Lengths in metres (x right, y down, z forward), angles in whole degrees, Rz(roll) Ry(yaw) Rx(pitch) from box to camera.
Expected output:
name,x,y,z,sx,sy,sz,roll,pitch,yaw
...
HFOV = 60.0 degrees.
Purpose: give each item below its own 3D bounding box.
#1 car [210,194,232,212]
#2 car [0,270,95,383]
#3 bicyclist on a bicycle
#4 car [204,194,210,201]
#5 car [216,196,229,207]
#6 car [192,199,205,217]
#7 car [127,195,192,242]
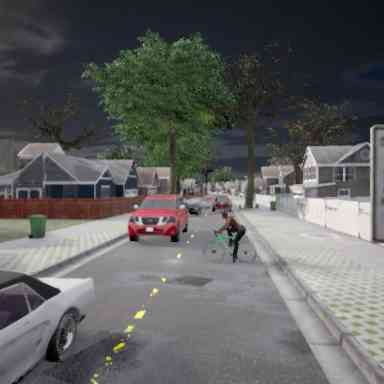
name,x,y,z,sx,sy,sz,roll,pitch,yaw
car,3.381,1.242,37.121,2.097,1.767,4.553,0,0,6
car,-2.755,1.599,3.239,1.895,1.301,4.718,0,0,7
bicyclist on a bicycle,1.159,1.396,10.275,1.656,1.620,0.582,0,0,5
car,3.669,1.135,71.430,2.097,1.767,4.553,0,0,5
car,4.533,1.354,49.652,1.837,1.490,4.892,0,0,5
car,-0.170,1.519,30.422,1.895,1.301,4.718,0,0,6
car,-1.473,1.181,16.453,2.150,2.045,5.566,0,0,6
